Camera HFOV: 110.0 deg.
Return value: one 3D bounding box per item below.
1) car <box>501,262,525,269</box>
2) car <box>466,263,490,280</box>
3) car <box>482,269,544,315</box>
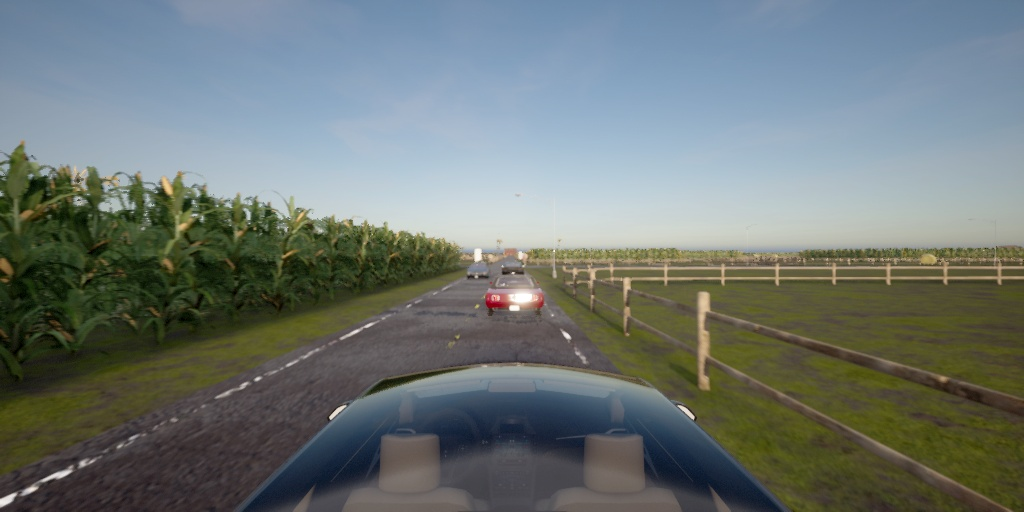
[{"bbox_3d":[0.090,1.232,31.373,1.882,1.535,5.008,0,0,0],"label":"car"},{"bbox_3d":[-2.855,1.301,31.578,2.033,1.411,5.357,0,0,0],"label":"car"},{"bbox_3d":[0.090,1.355,13.539,1.895,1.301,4.718,0,0,0],"label":"car"}]
